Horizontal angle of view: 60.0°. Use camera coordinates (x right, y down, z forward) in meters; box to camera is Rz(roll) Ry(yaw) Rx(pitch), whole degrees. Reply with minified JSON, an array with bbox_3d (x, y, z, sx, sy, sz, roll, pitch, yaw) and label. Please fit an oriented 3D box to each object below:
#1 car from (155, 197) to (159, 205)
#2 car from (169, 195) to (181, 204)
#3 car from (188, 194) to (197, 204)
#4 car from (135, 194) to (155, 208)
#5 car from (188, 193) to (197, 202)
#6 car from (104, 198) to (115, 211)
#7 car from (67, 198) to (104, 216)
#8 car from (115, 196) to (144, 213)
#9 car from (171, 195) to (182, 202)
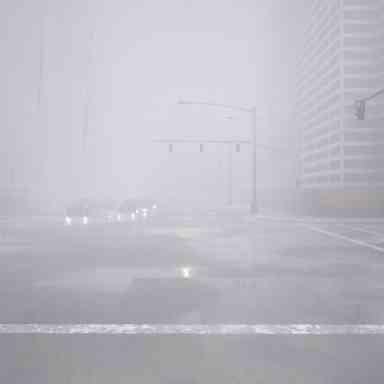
[{"bbox_3d":[-7.009,1.601,58.562,1.895,1.301,4.718,0,0,0],"label":"car"},{"bbox_3d":[-3.423,1.491,64.148,2.128,1.511,4.902,0,0,0],"label":"car"},{"bbox_3d":[0.077,1.547,64.144,2.033,1.411,5.357,0,0,0],"label":"car"},{"bbox_3d":[-7.039,1.491,48.238,2.128,1.511,4.902,0,0,0],"label":"car"},{"bbox_3d":[0.089,1.184,74.398,2.097,1.767,4.553,0,0,0],"label":"car"},{"bbox_3d":[-10.547,1.478,41.903,1.882,1.535,5.008,0,0,0],"label":"car"},{"bbox_3d":[-10.598,1.352,32.771,2.097,1.767,4.553,0,0,1],"label":"car"},{"bbox_3d":[-7.054,1.505,37.887,1.837,1.490,4.892,0,0,0],"label":"car"},{"bbox_3d":[-3.411,1.354,74.432,2.128,1.511,4.902,0,0,0],"label":"car"}]
